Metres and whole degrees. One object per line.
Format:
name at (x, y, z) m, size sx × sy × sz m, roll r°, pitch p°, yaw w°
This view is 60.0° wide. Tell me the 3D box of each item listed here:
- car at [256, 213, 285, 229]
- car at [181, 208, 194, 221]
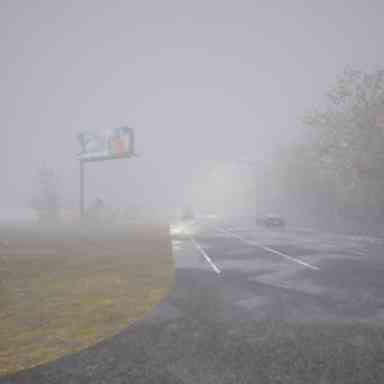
car at (8.047, 2.956, 34.652) m, size 1.882 × 1.535 × 5.008 m, roll -1°, pitch -3°, yaw -4°
car at (-0.762, 4.088, 60.072) m, size 2.150 × 2.045 × 5.566 m, roll -2°, pitch -3°, yaw -1°
